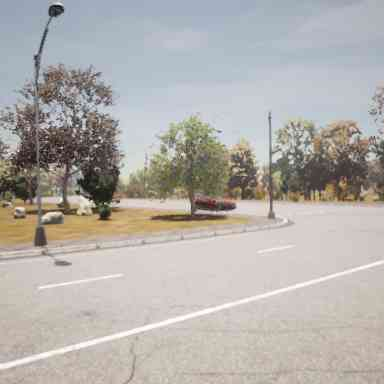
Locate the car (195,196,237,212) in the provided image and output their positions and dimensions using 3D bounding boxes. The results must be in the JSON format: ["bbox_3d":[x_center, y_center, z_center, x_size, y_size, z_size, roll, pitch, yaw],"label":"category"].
[{"bbox_3d":[2.379,1.124,33.846,1.882,1.535,5.008,-2,1,-38],"label":"car"}]

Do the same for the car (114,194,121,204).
[{"bbox_3d":[-13.477,0.885,53.569,2.150,2.045,5.566,-2,1,-39],"label":"car"}]
